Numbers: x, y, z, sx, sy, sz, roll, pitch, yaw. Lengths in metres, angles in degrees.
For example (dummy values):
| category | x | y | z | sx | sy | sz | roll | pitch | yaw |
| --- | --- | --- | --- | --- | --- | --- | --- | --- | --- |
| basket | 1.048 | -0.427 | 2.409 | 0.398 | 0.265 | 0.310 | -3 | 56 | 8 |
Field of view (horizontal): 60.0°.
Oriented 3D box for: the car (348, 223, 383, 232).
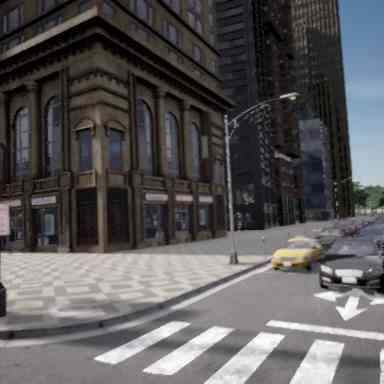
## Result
| category | x | y | z | sx | sy | sz | roll | pitch | yaw |
| --- | --- | --- | --- | --- | --- | --- | --- | --- | --- |
| car | 12.146 | 3.102 | 22.449 | 2.033 | 1.411 | 5.357 | -5 | -6 | 31 |

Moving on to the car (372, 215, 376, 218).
| category | x | y | z | sx | sy | sz | roll | pitch | yaw |
| --- | --- | --- | --- | --- | --- | --- | --- | --- | --- |
| car | 35.847 | 6.042 | 67.832 | 1.887 | 1.381 | 4.507 | -6 | -6 | 30 |

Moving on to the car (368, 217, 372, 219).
| category | x | y | z | sx | sy | sz | roll | pitch | yaw |
| --- | --- | --- | --- | --- | --- | --- | --- | --- | --- |
| car | 27.649 | 5.082 | 53.968 | 1.967 | 1.590 | 4.097 | -6 | -6 | 30 |

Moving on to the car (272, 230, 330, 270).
| category | x | y | z | sx | sy | sz | roll | pitch | yaw |
| --- | --- | --- | --- | --- | --- | --- | --- | --- | --- |
| car | 5.147 | 2.792 | 15.848 | 1.752 | 1.417 | 4.829 | -6 | -6 | 30 |

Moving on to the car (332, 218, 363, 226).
| category | x | y | z | sx | sy | sz | roll | pitch | yaw |
| --- | --- | --- | --- | --- | --- | --- | --- | --- | --- |
| car | 15.147 | 3.641 | 32.819 | 2.192 | 1.841 | 5.009 | -6 | -6 | 30 |

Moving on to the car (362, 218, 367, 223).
| category | x | y | z | sx | sy | sz | roll | pitch | yaw |
| --- | --- | --- | --- | --- | --- | --- | --- | --- | --- |
| car | 20.115 | 4.289 | 41.210 | 1.967 | 1.590 | 4.097 | -6 | -6 | 30 |

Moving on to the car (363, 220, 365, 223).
| category | x | y | z | sx | sy | sz | roll | pitch | yaw |
| --- | --- | --- | --- | --- | --- | --- | --- | --- | --- |
| car | 17.640 | 4.132 | 36.999 | 1.887 | 1.381 | 4.507 | -6 | -6 | 30 |

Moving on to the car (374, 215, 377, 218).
| category | x | y | z | sx | sy | sz | roll | pitch | yaw |
| --- | --- | --- | --- | --- | --- | --- | --- | --- | --- |
| car | 38.579 | 6.361 | 72.452 | 1.802 | 1.307 | 4.206 | -6 | -6 | 30 |

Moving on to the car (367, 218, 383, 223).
| category | x | y | z | sx | sy | sz | roll | pitch | yaw |
| --- | --- | --- | --- | --- | --- | --- | --- | --- | --- |
| car | 23.291 | 4.263 | 41.135 | 2.033 | 1.411 | 5.357 | -5 | -6 | 30 |

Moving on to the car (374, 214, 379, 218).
| category | x | y | z | sx | sy | sz | roll | pitch | yaw |
| --- | --- | --- | --- | --- | --- | --- | --- | --- | --- |
| car | 44.039 | 6.891 | 81.704 | 2.008 | 1.369 | 4.403 | -6 | -6 | 30 |

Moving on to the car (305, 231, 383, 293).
| category | x | y | z | sx | sy | sz | roll | pitch | yaw |
| --- | --- | --- | --- | --- | --- | --- | --- | --- | --- |
| car | 5.722 | 2.367 | 11.582 | 2.128 | 1.511 | 4.902 | -5 | -6 | 31 |

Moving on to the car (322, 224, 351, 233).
| category | x | y | z | sx | sy | sz | roll | pitch | yaw |
| --- | --- | --- | --- | --- | --- | --- | --- | --- | --- |
| car | 10.197 | 3.351 | 24.394 | 2.008 | 1.369 | 4.403 | -6 | -6 | 30 |
